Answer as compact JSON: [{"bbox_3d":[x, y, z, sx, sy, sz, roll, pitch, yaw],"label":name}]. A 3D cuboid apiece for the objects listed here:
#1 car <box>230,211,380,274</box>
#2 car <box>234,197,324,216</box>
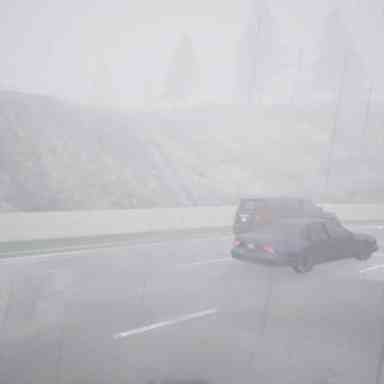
[{"bbox_3d":[3.724,1.548,10.570,5.357,1.411,2.033,0,0,-33],"label":"car"},{"bbox_3d":[4.405,1.223,15.214,5.566,2.045,2.150,0,0,-33],"label":"car"}]
